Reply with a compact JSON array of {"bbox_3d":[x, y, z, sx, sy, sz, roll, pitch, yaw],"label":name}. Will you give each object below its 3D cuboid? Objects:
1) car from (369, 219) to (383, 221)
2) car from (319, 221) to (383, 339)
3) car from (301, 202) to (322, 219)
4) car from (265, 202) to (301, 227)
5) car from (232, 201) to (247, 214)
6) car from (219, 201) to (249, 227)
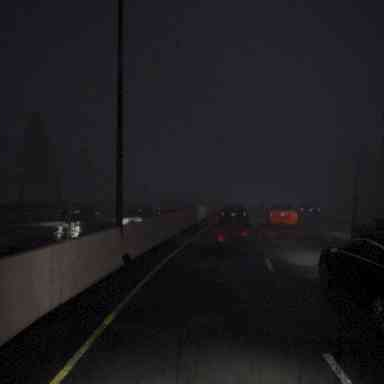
[{"bbox_3d":[8.452,1.797,14.371,1.895,1.301,4.718,0,-1,9],"label":"car"},{"bbox_3d":[3.991,1.582,6.542,2.128,1.511,4.902,0,-1,5],"label":"car"},{"bbox_3d":[11.724,1.778,33.899,2.097,1.767,4.553,0,-1,9],"label":"car"},{"bbox_3d":[6.838,1.668,25.843,2.097,1.767,4.553,0,-1,9],"label":"car"},{"bbox_3d":[6.514,2.034,45.218,1.837,1.490,4.892,0,0,9],"label":"car"},{"bbox_3d":[3.252,1.651,25.545,2.097,1.767,4.553,0,0,9],"label":"car"}]
